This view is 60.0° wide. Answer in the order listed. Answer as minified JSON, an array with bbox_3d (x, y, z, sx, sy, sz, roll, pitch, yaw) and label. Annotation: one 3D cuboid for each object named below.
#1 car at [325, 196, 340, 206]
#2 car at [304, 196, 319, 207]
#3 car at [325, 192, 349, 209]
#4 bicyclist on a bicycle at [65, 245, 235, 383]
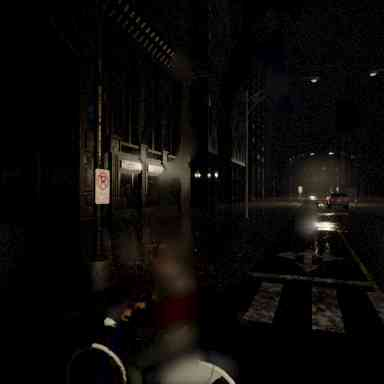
[{"bbox_3d":[21.422,1.311,50.764,1.895,1.301,4.718,0,0,20],"label":"car"},{"bbox_3d":[16.606,1.286,46.272,2.033,1.411,5.357,0,0,20],"label":"car"},{"bbox_3d":[17.810,0.988,40.682,2.150,2.045,5.566,0,0,20],"label":"car"},{"bbox_3d":[-0.450,1.373,3.143,1.843,1.776,0.659,0,0,20],"label":"bicyclist on a bicycle"}]
